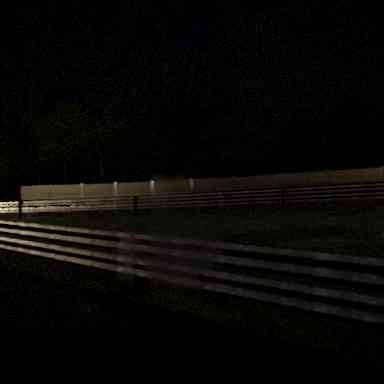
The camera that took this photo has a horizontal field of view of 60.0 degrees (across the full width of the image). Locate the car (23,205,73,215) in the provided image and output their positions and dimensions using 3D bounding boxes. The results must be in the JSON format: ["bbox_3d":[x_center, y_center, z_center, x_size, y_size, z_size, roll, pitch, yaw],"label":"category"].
[{"bbox_3d":[-14.373,1.575,33.018,4.718,1.301,1.895,-2,-1,16],"label":"car"}]
